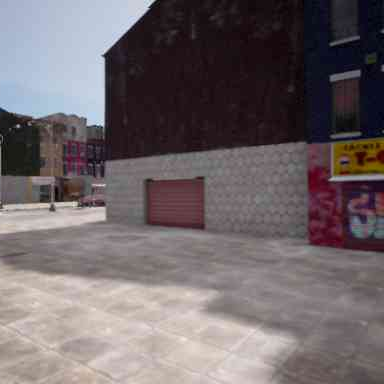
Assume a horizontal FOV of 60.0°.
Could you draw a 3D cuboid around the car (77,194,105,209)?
[{"bbox_3d":[-9.649,0.935,34.557,1.812,1.442,4.674,-1,1,36],"label":"car"}]
